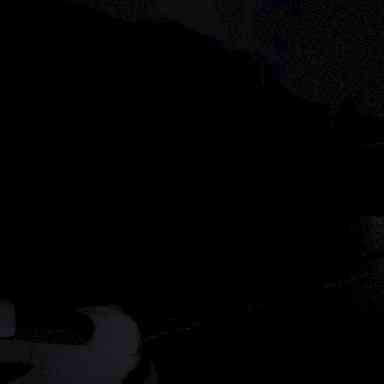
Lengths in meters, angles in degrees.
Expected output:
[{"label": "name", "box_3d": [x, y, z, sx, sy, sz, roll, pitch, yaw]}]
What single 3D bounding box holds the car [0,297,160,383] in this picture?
[{"label": "car", "box_3d": [-2.422, 1.526, 1.952, 4.674, 1.442, 1.812, 0, 0, -36]}]
